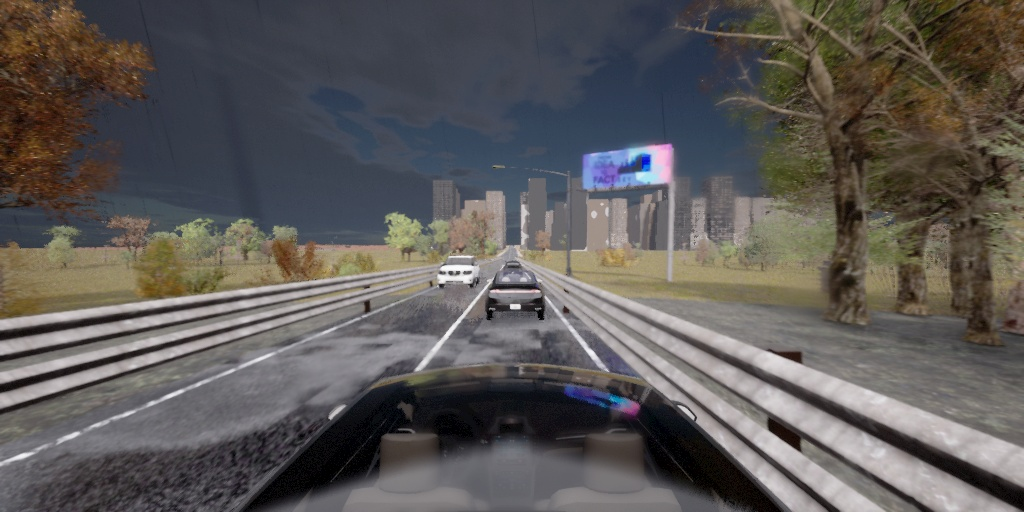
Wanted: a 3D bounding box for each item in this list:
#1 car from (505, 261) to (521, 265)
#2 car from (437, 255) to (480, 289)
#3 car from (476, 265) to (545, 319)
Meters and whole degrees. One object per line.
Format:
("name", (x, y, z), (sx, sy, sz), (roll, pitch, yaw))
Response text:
("car", (0.092, 1.242, 34.536), (1.837, 1.490, 4.892), (0, 0, 0))
("car", (-3.342, 0.962, 23.491), (2.150, 2.045, 5.566), (0, 0, 0))
("car", (0.097, 1.237, 12.690), (2.128, 1.511, 4.902), (0, 0, 0))
